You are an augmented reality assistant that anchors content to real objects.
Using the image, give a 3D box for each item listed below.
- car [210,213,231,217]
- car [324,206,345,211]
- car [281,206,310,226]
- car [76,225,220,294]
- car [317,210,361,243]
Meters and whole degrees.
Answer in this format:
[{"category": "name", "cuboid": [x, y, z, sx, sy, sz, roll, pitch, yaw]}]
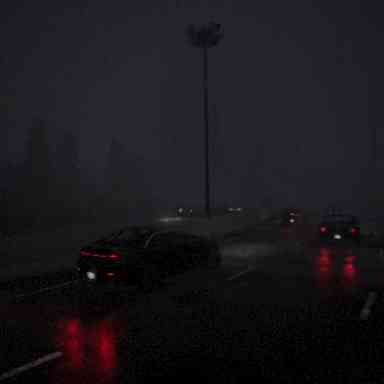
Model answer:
[{"category": "car", "cuboid": [2.573, 2.175, 31.935, 1.994, 1.385, 4.181, -1, -1, 21]}, {"category": "car", "cuboid": [14.822, 2.093, 34.462, 1.895, 1.301, 4.718, -1, -1, 18]}, {"category": "car", "cuboid": [8.490, 1.943, 27.364, 1.837, 1.490, 4.892, -1, -1, 23]}, {"category": "car", "cuboid": [-0.938, 1.704, 9.602, 2.128, 1.511, 4.902, -2, -1, 34]}, {"category": "car", "cuboid": [7.943, 1.854, 17.737, 1.895, 1.301, 4.718, -1, -1, 28]}]
